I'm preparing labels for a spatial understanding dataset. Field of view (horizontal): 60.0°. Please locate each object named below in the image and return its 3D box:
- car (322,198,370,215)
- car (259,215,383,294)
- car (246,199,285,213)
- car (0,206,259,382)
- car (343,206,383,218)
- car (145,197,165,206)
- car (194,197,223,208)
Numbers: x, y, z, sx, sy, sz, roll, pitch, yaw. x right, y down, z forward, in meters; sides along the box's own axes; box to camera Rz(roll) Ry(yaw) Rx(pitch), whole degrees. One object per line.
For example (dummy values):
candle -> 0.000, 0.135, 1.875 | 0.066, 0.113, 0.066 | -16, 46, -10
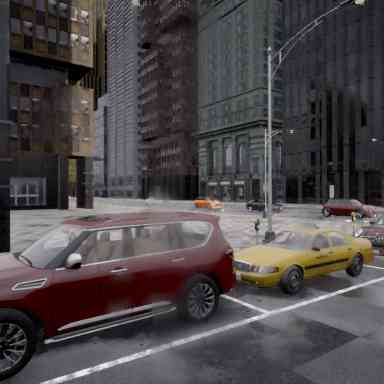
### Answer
car -> 14.027, 1.398, 29.646 | 2.097, 1.767, 4.553 | 0, 0, -35
car -> 2.934, 1.525, 8.746 | 4.829, 1.417, 1.752 | 0, 0, -36
car -> 8.243, 1.582, 37.763 | 1.837, 1.490, 4.892 | 0, 0, -35
car -> -1.489, 1.315, 5.592 | 5.009, 1.841, 2.192 | 0, 0, -36
car -> 7.632, 1.439, 12.099 | 4.097, 1.590, 1.967 | 0, 0, -36
car -> -6.619, 1.680, 58.783 | 1.812, 1.442, 4.674 | 0, 0, -35
car -> 2.217, 1.459, 46.239 | 2.097, 1.767, 4.553 | 0, 0, -36
